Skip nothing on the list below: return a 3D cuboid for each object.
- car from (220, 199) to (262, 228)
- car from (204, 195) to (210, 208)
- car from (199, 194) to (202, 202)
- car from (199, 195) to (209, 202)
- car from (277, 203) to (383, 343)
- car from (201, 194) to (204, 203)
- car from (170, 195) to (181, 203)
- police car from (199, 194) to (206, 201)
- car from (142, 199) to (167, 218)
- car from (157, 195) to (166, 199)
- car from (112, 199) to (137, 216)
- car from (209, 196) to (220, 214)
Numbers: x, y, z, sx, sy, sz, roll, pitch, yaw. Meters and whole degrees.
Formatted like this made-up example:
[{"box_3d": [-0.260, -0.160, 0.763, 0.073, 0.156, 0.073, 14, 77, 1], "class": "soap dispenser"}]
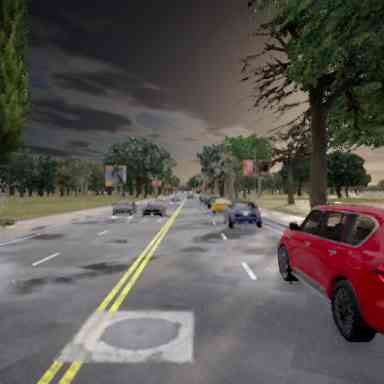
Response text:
[{"box_3d": [3.321, 1.354, 22.569, 2.097, 1.767, 4.553, 0, 0, 1], "class": "car"}, {"box_3d": [3.139, 1.446, 47.205, 2.033, 1.649, 4.856, 0, 0, 0], "class": "car"}, {"box_3d": [3.009, 1.379, 69.185, 2.097, 1.767, 4.553, 0, 0, 0], "class": "car"}, {"box_3d": [2.925, 1.537, 80.251, 2.163, 1.488, 4.792, 0, 0, 0], "class": "car"}, {"box_3d": [3.348, 1.222, 6.564, 2.150, 2.045, 5.566, 0, 0, 0], "class": "car"}, {"box_3d": [3.080, 1.525, 58.210, 1.837, 1.490, 4.892, 0, 0, 0], "class": "car"}, {"box_3d": [-3.507, 1.488, 71.492, 1.837, 1.490, 4.892, 0, 0, 0], "class": "car"}, {"box_3d": [2.829, 1.464, 91.336, 1.930, 1.638, 5.238, 0, 0, -1], "class": "police car"}, {"box_3d": [-3.395, 1.606, 30.369, 1.895, 1.301, 4.718, 0, 0, 0], "class": "car"}, {"box_3d": [-6.774, 1.444, 73.691, 1.882, 1.535, 5.008, 0, 0, 0], "class": "car"}, {"box_3d": [-6.651, 1.513, 33.257, 1.837, 1.490, 4.892, 0, 0, 0], "class": "car"}, {"box_3d": [3.184, 1.487, 36.200, 1.882, 1.535, 5.008, 0, 0, 0], "class": "car"}]
